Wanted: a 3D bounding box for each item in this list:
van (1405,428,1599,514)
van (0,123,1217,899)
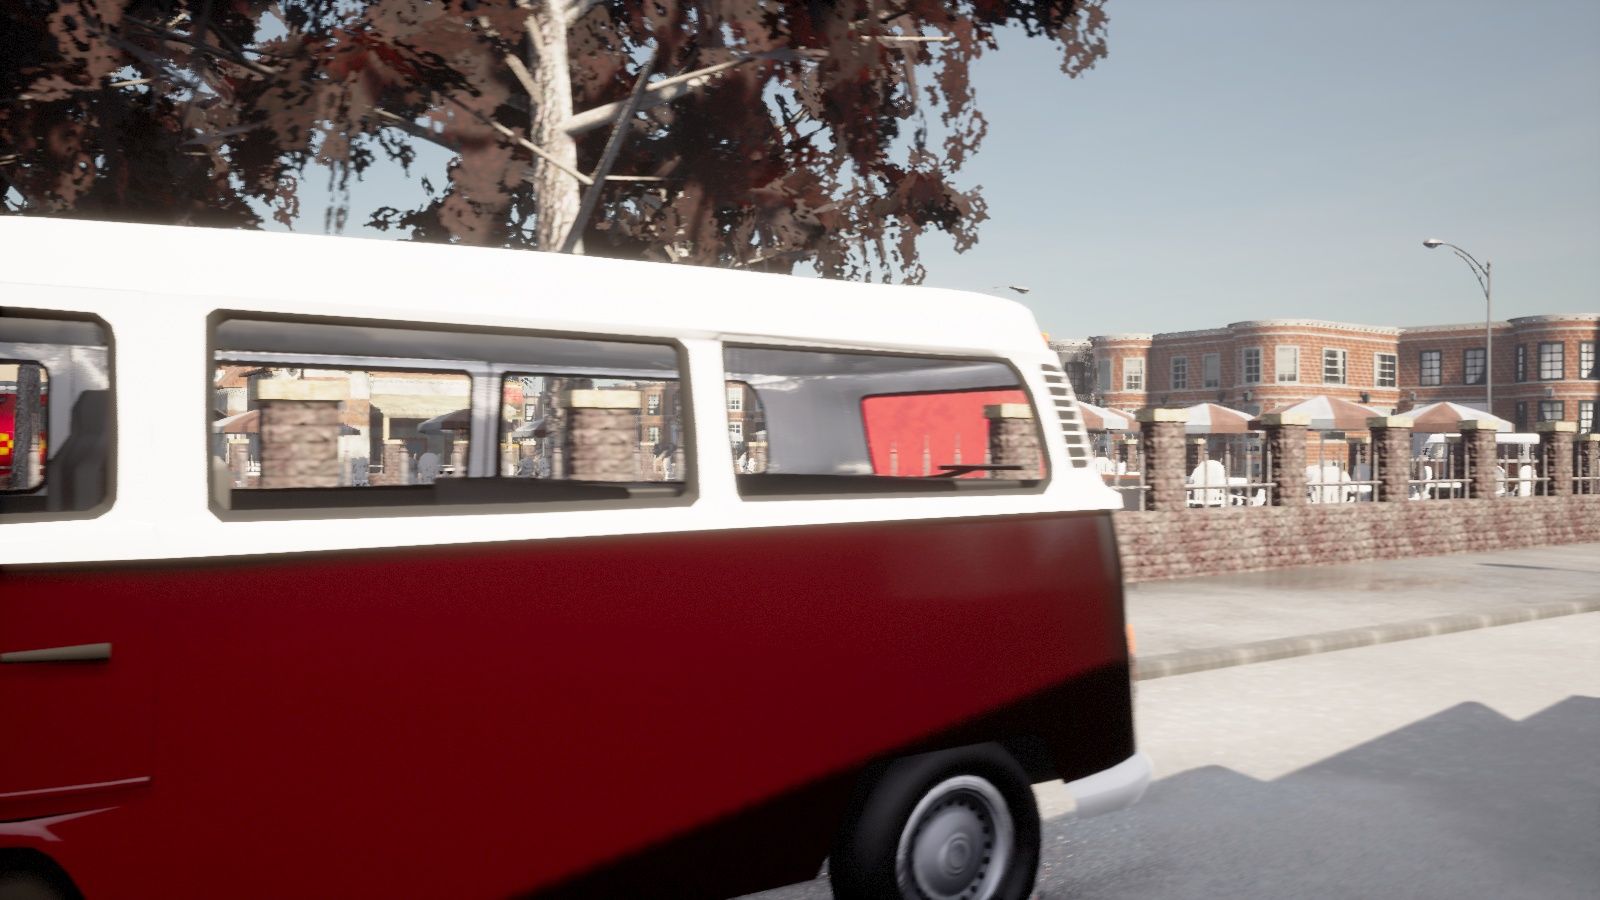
[{"bbox_3d":[18.199,0.508,32.092,2.069,2.038,4.480,0,0,-35],"label":"van"},{"bbox_3d":[-1.134,0.479,3.479,4.480,2.038,2.069,0,0,-35],"label":"van"}]
